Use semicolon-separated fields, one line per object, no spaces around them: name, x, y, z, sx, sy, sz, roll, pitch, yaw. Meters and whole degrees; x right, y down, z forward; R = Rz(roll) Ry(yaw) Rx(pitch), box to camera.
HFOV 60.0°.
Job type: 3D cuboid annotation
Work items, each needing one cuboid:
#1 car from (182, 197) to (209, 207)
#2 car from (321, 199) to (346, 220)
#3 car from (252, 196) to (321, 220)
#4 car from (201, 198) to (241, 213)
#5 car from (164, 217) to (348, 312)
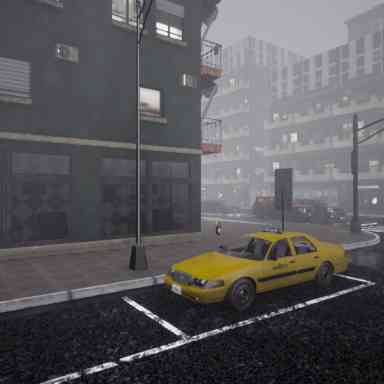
car;0.516;1.466;48.776;1.802;1.307;4.206;0;0;-35
car;9.586;1.304;25.960;2.097;1.767;4.553;0;0;-34
car;6.827;1.264;25.454;2.192;1.841;5.009;0;0;-35
car;2.816;1.464;35.554;2.033;1.411;5.357;0;0;-35
car;1.679;1.525;7.703;4.829;1.417;1.752;0;0;-35
